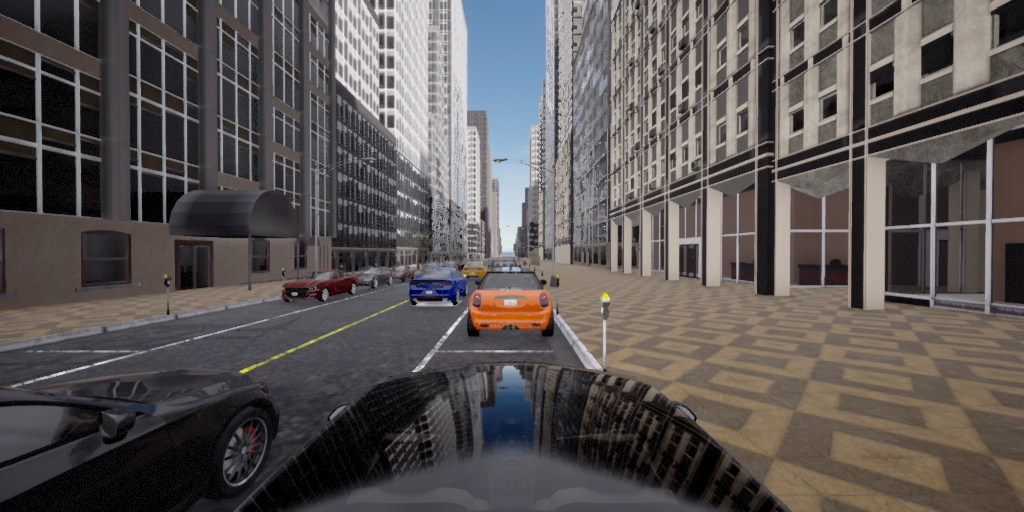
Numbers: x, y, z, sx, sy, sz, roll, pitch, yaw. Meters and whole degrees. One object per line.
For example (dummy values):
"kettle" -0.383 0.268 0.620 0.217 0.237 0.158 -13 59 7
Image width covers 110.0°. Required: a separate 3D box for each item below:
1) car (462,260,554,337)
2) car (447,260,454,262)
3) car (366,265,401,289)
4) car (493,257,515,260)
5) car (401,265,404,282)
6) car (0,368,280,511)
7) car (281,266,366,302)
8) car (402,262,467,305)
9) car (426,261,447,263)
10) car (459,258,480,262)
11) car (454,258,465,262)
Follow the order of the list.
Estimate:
"car" -0.033 1.101 10.471 2.097 1.767 4.553 0 0 0
"car" -8.837 1.290 50.940 2.007 1.370 4.403 0 0 0
"car" -8.838 1.296 22.523 2.007 1.370 4.403 0 0 0
"car" -0.457 1.060 22.523 2.192 1.841 5.009 0 0 0
"car" -8.837 1.327 28.206 1.802 1.307 4.207 0 0 0
"car" -3.146 1.275 1.501 1.812 1.442 4.674 0 0 0
"car" -8.837 1.292 16.839 1.888 1.381 4.507 0 0 0
"car" -3.146 1.233 16.097 1.882 1.535 5.008 0 0 0
"car" -8.837 1.293 39.574 2.007 1.370 4.403 0 0 0
"car" -3.146 1.230 31.098 1.882 1.535 5.008 0 0 0
"car" -6.146 1.146 49.128 2.097 1.767 4.553 0 0 0
